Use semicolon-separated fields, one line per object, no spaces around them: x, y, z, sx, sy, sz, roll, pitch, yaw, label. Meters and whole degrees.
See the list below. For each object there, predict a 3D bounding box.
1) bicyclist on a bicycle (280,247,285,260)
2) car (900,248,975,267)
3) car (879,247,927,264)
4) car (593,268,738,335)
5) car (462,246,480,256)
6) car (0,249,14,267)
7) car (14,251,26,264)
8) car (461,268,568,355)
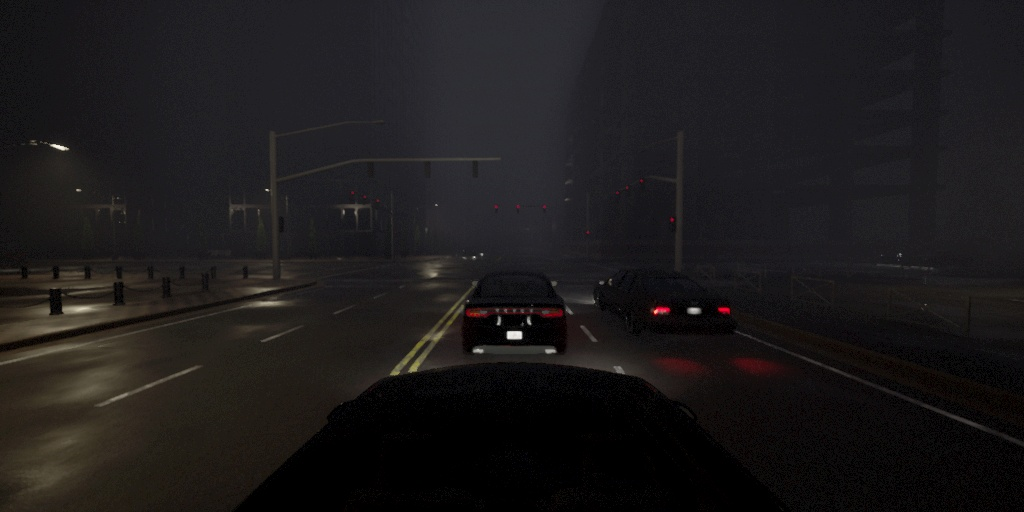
-25.406;-0.277;39.308;0.582;1.620;1.656;0;2;0;bicyclist on a bicycle
37.685;0.211;31.552;4.674;1.442;1.812;0;2;0;car
38.917;-0.081;35.050;4.553;1.767;2.097;0;2;0;car
3.566;1.034;9.491;2.033;1.411;5.357;0;2;0;car
-7.034;-0.878;60.231;2.097;1.767;4.553;0;2;1;car
-42.360;0.313;27.503;4.902;1.511;2.128;0;2;1;car
-50.440;0.055;34.715;5.008;1.535;1.882;0;2;1;car
0.055;1.010;8.122;1.882;1.535;5.008;0;2;0;car
